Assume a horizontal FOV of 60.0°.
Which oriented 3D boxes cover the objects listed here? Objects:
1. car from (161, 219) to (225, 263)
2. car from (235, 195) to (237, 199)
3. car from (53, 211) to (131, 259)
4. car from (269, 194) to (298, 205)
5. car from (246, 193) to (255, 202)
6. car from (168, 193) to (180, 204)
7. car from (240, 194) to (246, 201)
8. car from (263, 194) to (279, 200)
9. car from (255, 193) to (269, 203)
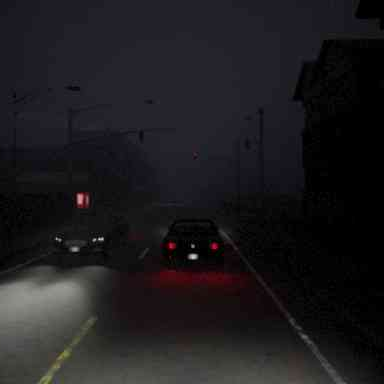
[{"bbox_3d":[0.054,1.599,11.913,1.895,1.301,4.718,0,0,0],"label":"car"},{"bbox_3d":[13.861,1.380,92.592,3.633,1.501,1.845,0,0,0],"label":"car"},{"bbox_3d":[-3.573,1.490,12.625,2.128,1.511,4.902,0,0,0],"label":"car"},{"bbox_3d":[14.475,1.243,51.891,3.806,1.475,1.970,0,0,0],"label":"car"},{"bbox_3d":[14.144,1.085,71.103,3.866,1.878,1.905,0,0,0],"label":"car"},{"bbox_3d":[-3.529,1.213,65.630,2.150,2.045,5.566,0,0,0],"label":"car"},{"bbox_3d":[13.731,1.106,74.009,4.605,1.855,1.932,0,0,0],"label":"car"},{"bbox_3d":[21.283,1.391,89.615,3.806,1.475,1.970,0,0,0],"label":"car"},{"bbox_3d":[14.149,1.163,58.309,5.027,1.636,2.152,0,0,0],"label":"car"}]
